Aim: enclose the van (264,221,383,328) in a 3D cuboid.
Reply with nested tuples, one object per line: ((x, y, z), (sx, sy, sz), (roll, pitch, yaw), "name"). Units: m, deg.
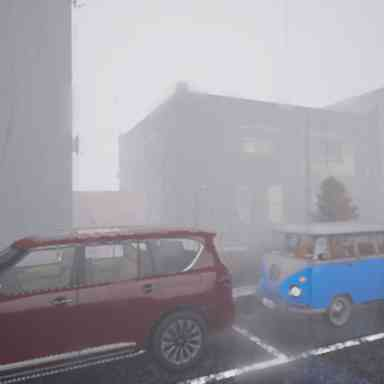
((3.306, 1.518, 6.941), (3.998, 1.788, 1.690), (0, -2, -24), "van")

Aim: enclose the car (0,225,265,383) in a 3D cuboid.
((-1.754, 1.458, 4.665), (5.009, 1.841, 2.192), (0, -2, -24), "car")
